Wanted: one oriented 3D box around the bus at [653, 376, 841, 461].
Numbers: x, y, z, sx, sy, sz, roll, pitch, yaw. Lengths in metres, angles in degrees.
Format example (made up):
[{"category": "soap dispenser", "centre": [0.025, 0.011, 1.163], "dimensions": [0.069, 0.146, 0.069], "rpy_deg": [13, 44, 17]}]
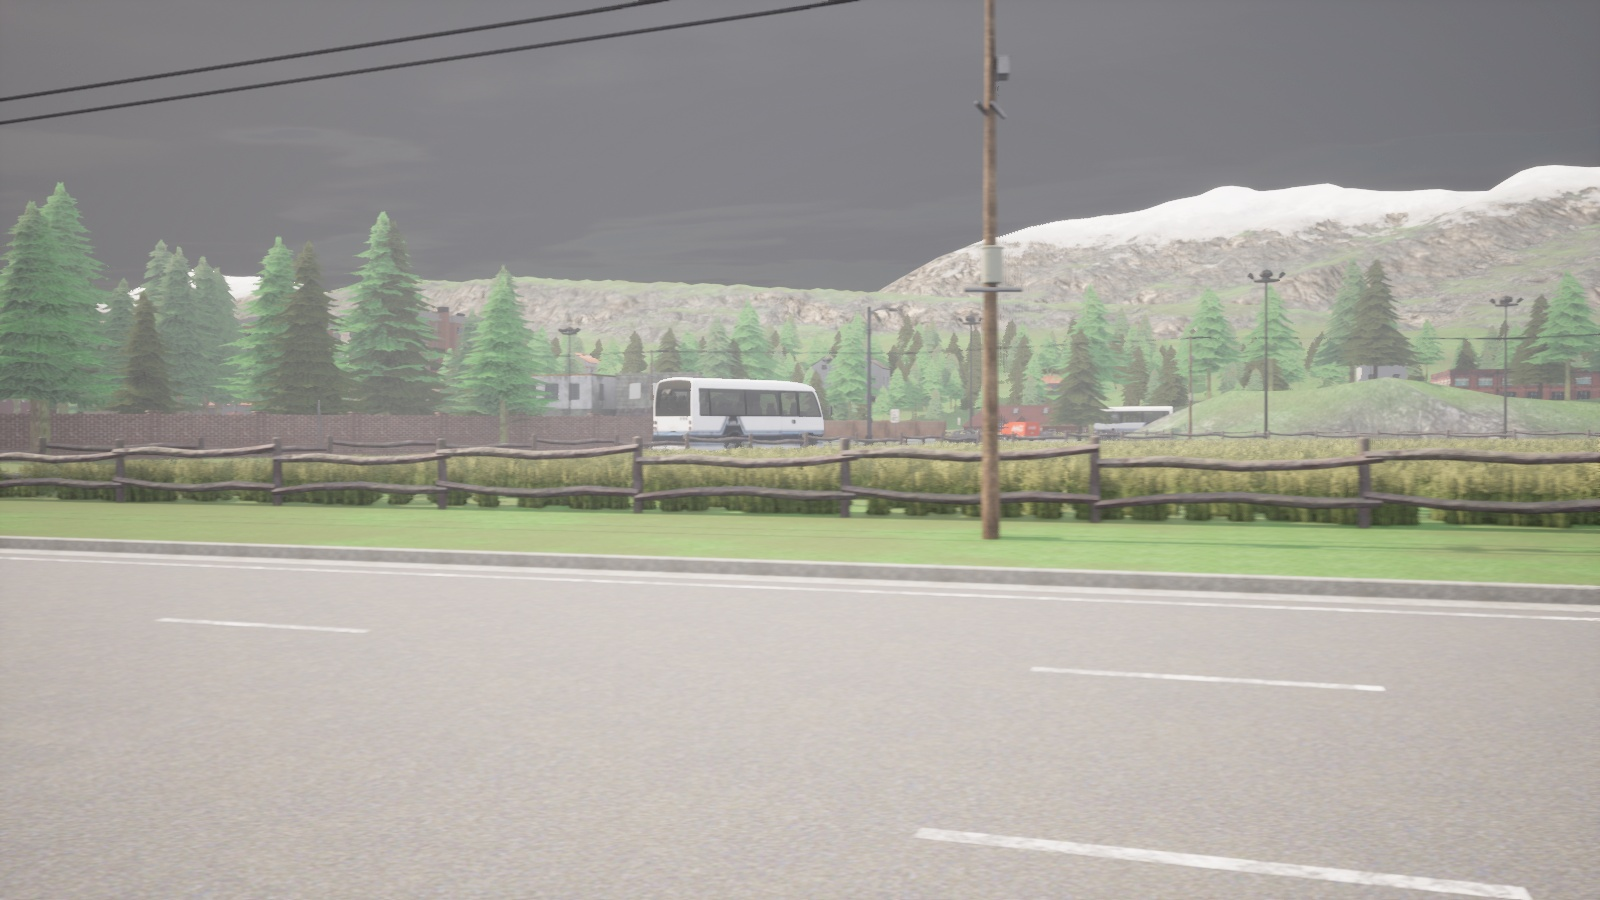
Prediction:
[{"category": "bus", "centre": [-2.696, -1.643, 67.624], "dimensions": [3.944, 4.253, 10.273], "rpy_deg": [1, 1, 43]}]
